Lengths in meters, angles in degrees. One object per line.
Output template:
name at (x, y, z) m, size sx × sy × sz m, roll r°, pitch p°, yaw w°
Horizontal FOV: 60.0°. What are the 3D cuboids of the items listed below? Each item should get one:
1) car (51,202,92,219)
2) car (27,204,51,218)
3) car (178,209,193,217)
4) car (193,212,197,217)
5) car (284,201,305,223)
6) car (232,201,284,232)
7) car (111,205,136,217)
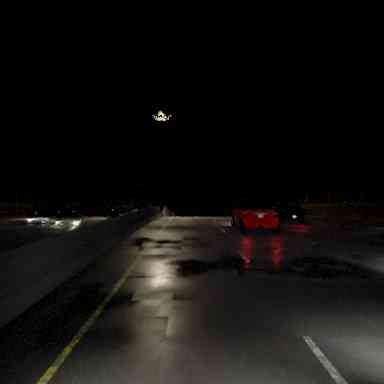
car at (-10.601, 1.630, 30.267) m, size 1.882 × 1.535 × 5.008 m, roll 0°, pitch -2°, yaw 0°
car at (-14.100, 1.794, 32.042) m, size 1.994 × 1.385 × 4.181 m, roll 0°, pitch -3°, yaw 0°
car at (-1.231, 3.521, 53.433) m, size 1.837 × 1.490 × 4.892 m, roll 0°, pitch -6°, yaw 0°
car at (-0.006, 5.045, 70.224) m, size 1.882 × 1.535 × 5.008 m, roll 0°, pitch -6°, yaw 0°
car at (7.097, 1.503, 25.458) m, size 1.837 × 1.490 × 4.892 m, roll 0°, pitch -1°, yaw 0°
car at (3.598, 1.284, 19.551) m, size 2.097 × 1.767 × 4.553 m, roll 0°, pitch 0°, yaw 0°
car at (-7.101, 1.986, 34.979) m, size 1.895 × 1.301 × 4.718 m, roll 0°, pitch -3°, yaw 0°
